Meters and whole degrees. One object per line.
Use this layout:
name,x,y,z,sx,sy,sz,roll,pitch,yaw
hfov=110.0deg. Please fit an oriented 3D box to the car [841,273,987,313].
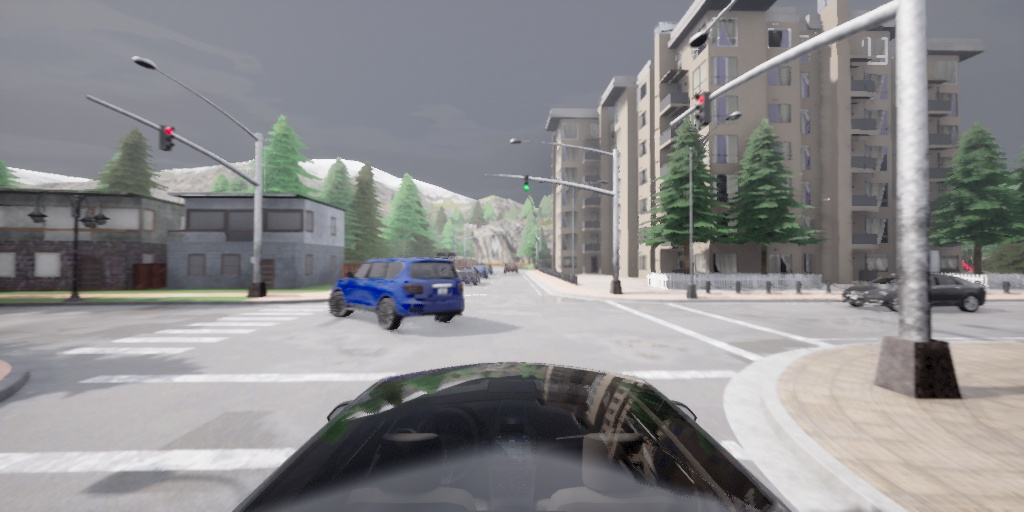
car,16.452,1.471,14.811,4.892,1.490,1.837,0,-1,-2

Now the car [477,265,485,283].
car,-3.702,1.658,30.159,2.033,1.411,5.357,0,-1,0

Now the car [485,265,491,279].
car,-3.731,1.716,40.080,1.882,1.535,5.008,0,-1,0

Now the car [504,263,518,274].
car,-0.099,1.785,54.609,2.097,1.767,4.553,0,-1,0

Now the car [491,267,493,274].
car,-3.719,1.924,50.731,2.033,1.411,5.357,0,-1,0

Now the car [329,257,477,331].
car,-3.904,1.088,11.779,5.566,2.045,2.150,-1,-2,43
